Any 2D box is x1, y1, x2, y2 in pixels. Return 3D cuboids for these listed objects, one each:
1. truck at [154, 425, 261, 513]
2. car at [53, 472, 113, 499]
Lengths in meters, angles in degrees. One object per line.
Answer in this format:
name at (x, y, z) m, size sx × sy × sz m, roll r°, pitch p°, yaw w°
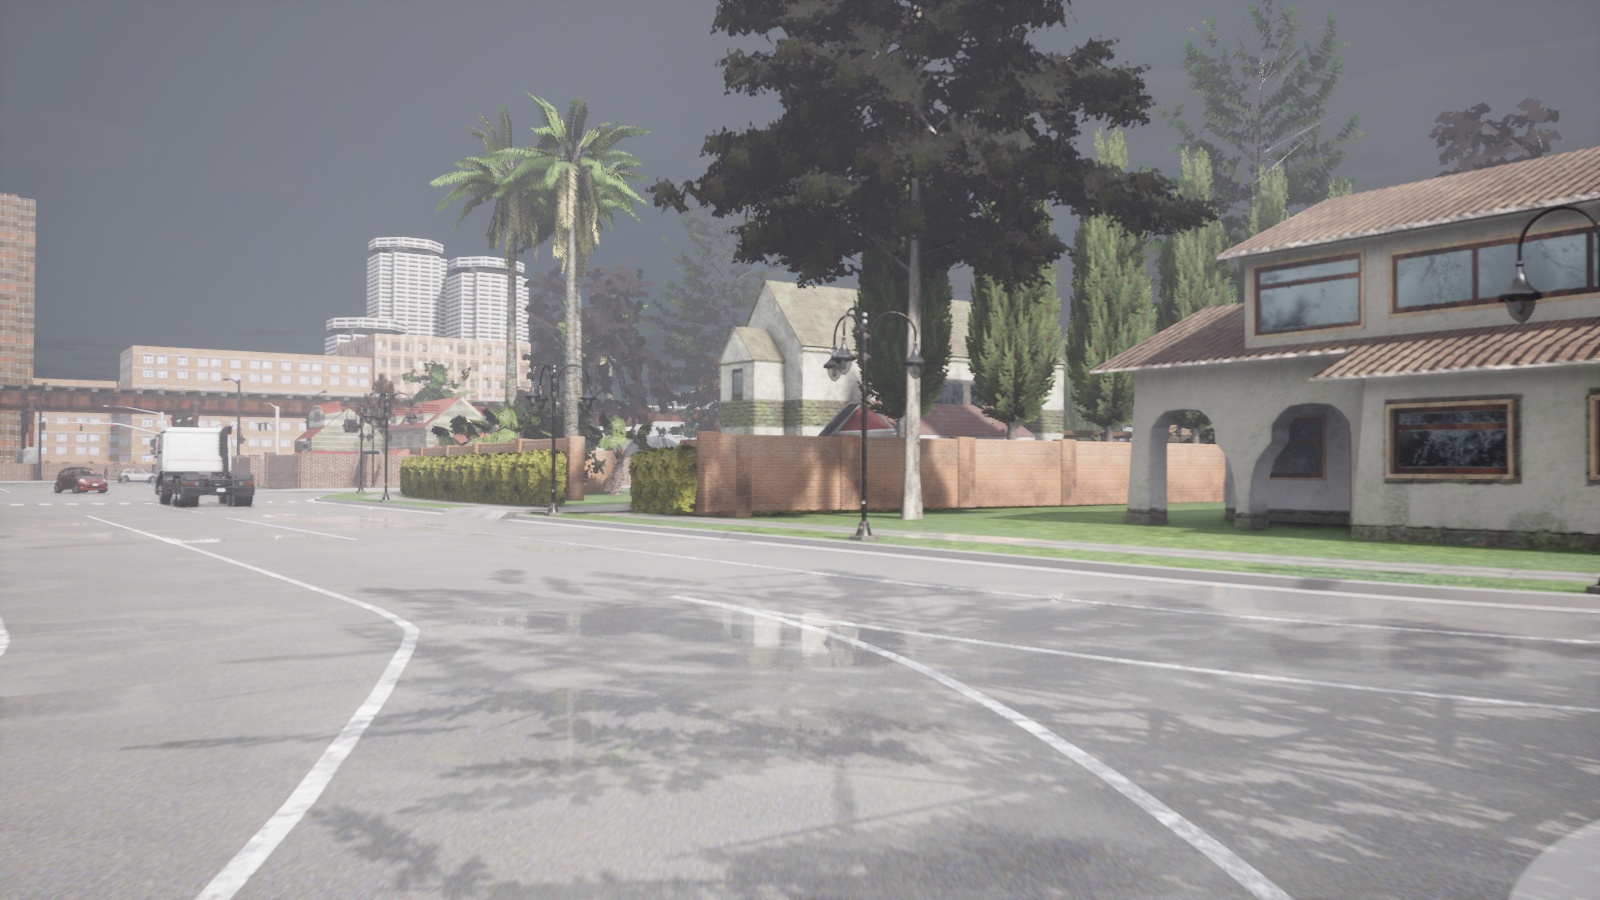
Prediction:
truck at (-25.417, 0.833, 53.657) m, size 2.891 × 3.462 × 7.936 m, roll 0°, pitch -1°, yaw -34°
car at (-44.236, 2.187, 77.451) m, size 3.988 × 1.617 × 1.851 m, roll -1°, pitch -1°, yaw 38°
